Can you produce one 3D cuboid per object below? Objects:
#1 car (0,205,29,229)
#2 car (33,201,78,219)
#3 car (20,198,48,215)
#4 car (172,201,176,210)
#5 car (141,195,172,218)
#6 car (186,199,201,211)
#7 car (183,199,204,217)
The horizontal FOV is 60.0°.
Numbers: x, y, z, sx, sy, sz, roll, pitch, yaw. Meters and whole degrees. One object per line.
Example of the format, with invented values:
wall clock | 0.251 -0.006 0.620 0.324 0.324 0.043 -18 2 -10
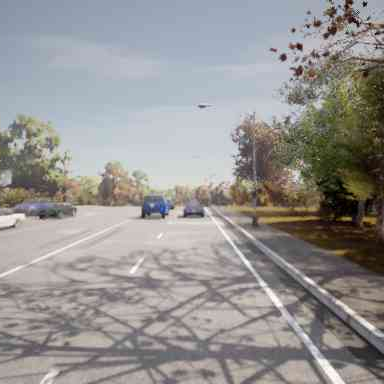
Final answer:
car | -12.017 1.651 19.858 1.895 1.301 4.718 0 0 0
car | -11.946 1.667 29.742 1.895 1.301 4.718 0 0 1
car | -15.412 1.416 32.408 2.097 1.767 4.553 0 0 1
car | -3.288 1.667 44.439 1.994 1.385 4.181 0 0 1
car | -3.337 1.299 30.865 2.150 2.045 5.566 0 -1 1
car | 0.215 1.672 44.413 1.994 1.385 4.181 0 0 1
car | 0.177 1.652 31.940 1.994 1.385 4.181 0 0 1
